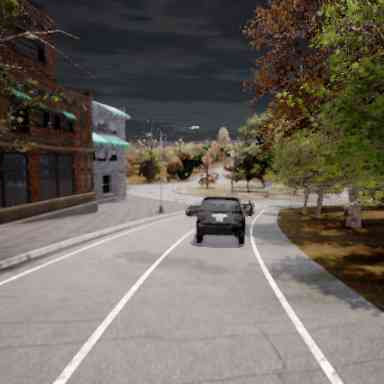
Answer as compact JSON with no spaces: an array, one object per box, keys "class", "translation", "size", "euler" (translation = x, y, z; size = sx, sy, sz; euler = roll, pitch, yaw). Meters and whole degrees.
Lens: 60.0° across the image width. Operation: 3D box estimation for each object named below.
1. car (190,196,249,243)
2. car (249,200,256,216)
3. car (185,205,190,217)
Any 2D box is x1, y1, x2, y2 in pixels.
[{"class":"car","translation":[1.489,1.204,16.206],"size":[2.150,2.045,5.566],"euler":[1,0,8]},{"class":"car","translation":[5.331,1.522,33.694],"size":[2.128,1.511,4.902],"euler":[2,1,15]},{"class":"car","translation":[0.872,1.483,30.354],"size":[2.033,1.411,5.357],"euler":[1,0,15]}]
